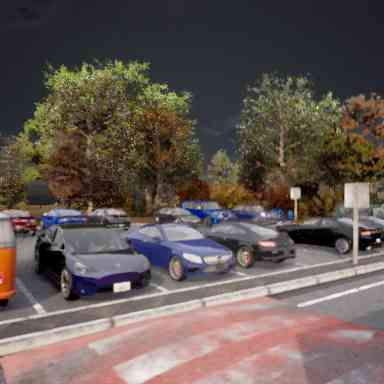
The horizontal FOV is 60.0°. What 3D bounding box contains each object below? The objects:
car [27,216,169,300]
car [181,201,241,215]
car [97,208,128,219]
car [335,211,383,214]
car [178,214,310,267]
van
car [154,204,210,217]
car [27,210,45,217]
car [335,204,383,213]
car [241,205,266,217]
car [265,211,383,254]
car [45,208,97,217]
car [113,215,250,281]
[{"bbox_3d":[-2.893,1.642,9.069,2.163,1.488,4.792,2,-1,-36],"label":"car"},{"bbox_3d":[0.993,1.751,27.421,2.435,2.045,5.566,2,-1,-36],"label":"car"},{"bbox_3d":[-5.778,1.817,22.534,2.231,1.521,4.892,2,-1,-36],"label":"car"},{"bbox_3d":[8.528,1.971,17.383,2.002,1.452,4.674,2,-1,-36],"label":"car"},{"bbox_3d":[1.666,1.783,12.407,2.002,1.452,4.674,2,-1,-36],"label":"car"},{"bbox_3d":[-5.262,1.323,7.534,1.878,1.987,4.442,2,-1,-36],"label":"van"},{"bbox_3d":[-1.216,1.944,25.859,2.231,1.521,4.892,2,-1,-36],"label":"car"},{"bbox_3d":[-10.348,1.686,19.219,2.097,1.535,5.008,2,-1,-36],"label":"car"},{"bbox_3d":[10.833,1.741,19.025,2.435,2.045,5.566,1,-1,-36],"label":"car"},{"bbox_3d":[5.690,1.993,30.783,2.185,1.767,4.553,2,-2,-36],"label":"car"},{"bbox_3d":[6.241,1.870,15.722,2.097,1.535,5.008,2,-1,-36],"label":"car"},{"bbox_3d":[-8.062,1.751,20.876,2.097,1.535,5.008,2,-1,-36],"label":"car"},{"bbox_3d":[-0.625,1.718,10.753,2.002,1.452,4.674,2,-1,-36],"label":"car"}]
